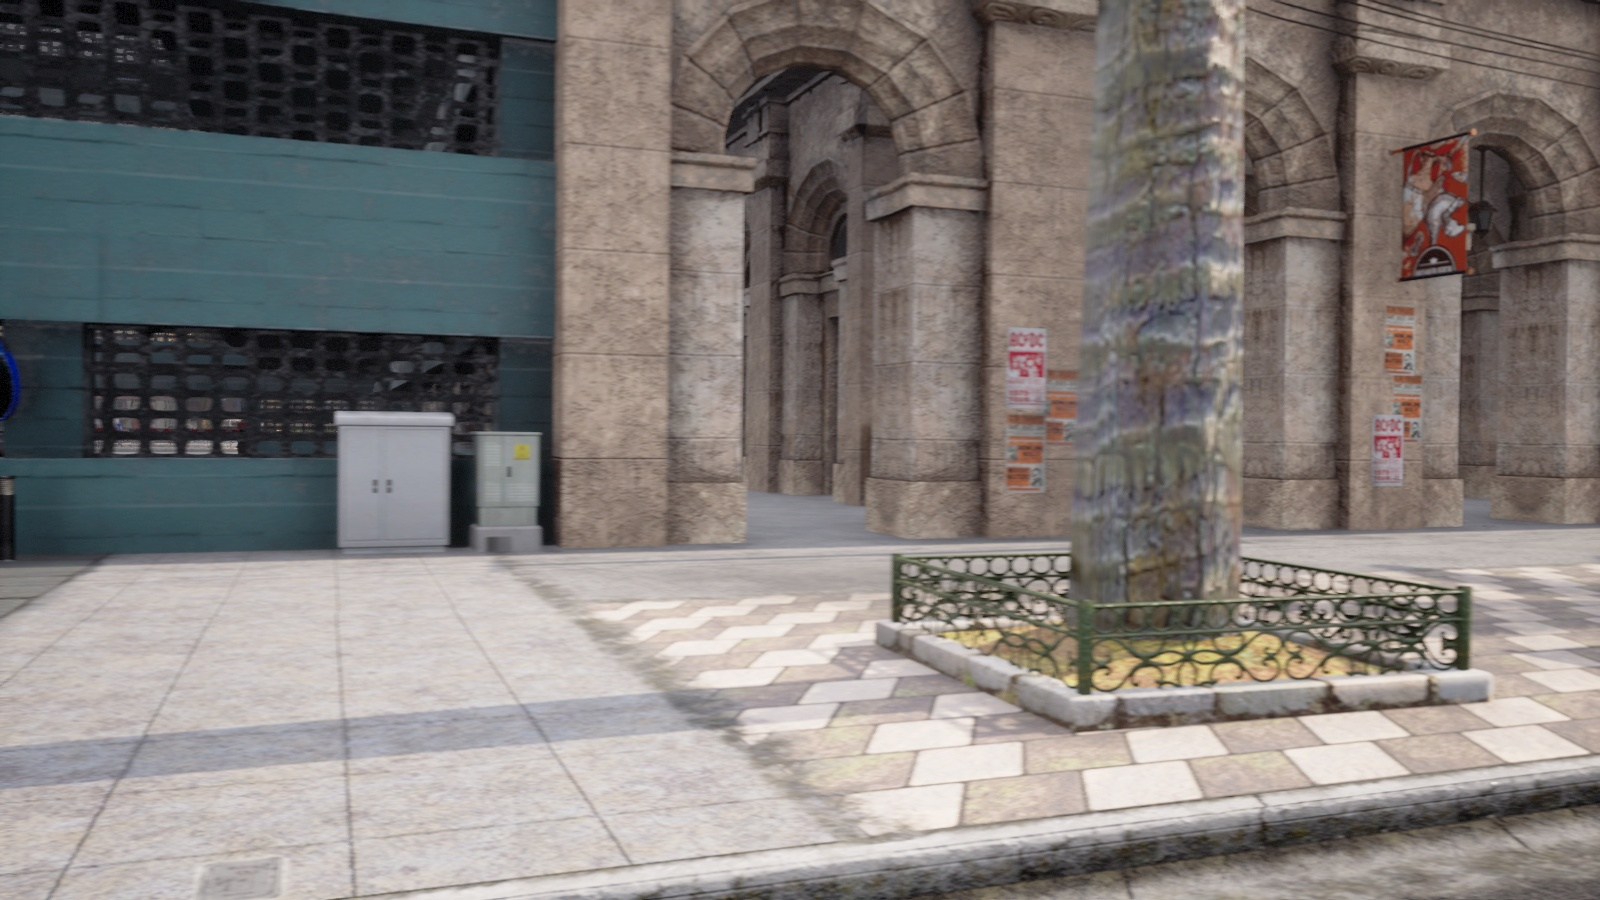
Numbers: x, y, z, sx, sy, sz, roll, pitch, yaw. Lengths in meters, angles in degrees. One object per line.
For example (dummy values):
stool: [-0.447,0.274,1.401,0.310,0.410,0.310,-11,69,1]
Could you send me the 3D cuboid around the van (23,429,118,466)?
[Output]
van: [-41.595,-0.166,71.698,4.442,1.987,1.775,-1,1,-21]
